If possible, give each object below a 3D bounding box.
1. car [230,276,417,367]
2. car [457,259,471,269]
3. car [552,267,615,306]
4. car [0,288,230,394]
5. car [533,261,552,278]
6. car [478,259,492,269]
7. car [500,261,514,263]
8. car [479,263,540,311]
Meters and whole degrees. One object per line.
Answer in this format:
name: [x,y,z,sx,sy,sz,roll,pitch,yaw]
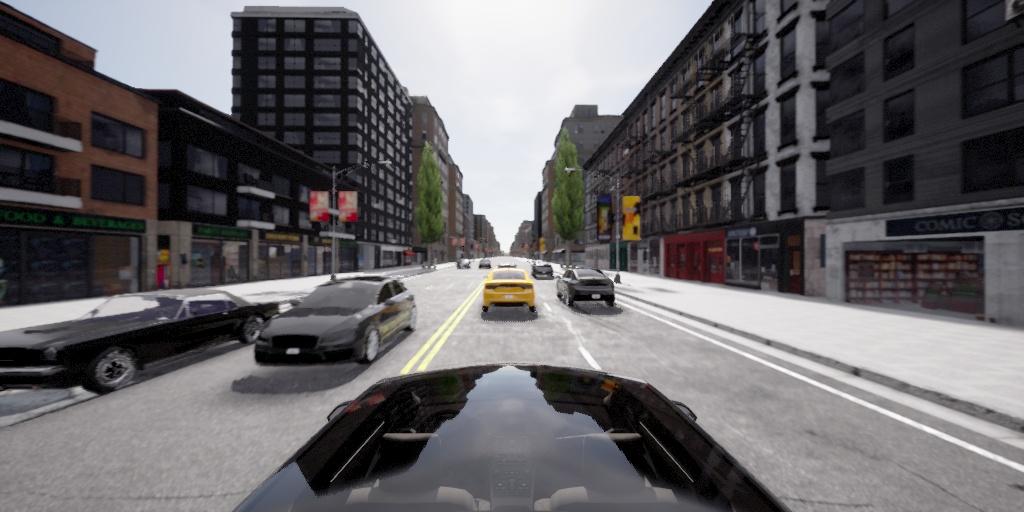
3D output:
car: [-3.485,1.248,8.069,1.837,1.490,4.892,0,0,-1]
car: [-7.402,1.210,55.493,2.128,1.511,4.902,0,0,-1]
car: [3.094,1.259,15.774,1.837,1.490,4.892,0,0,-1]
car: [-6.714,1.338,6.763,1.895,1.301,4.718,0,0,-1]
car: [2.803,1.239,34.008,2.128,1.511,4.902,0,0,-1]
car: [-4.154,1.202,55.699,1.882,1.535,5.008,0,0,-1]
car: [-0.448,1.233,33.962,2.128,1.511,4.902,0,0,-1]
car: [-0.138,1.226,14.550,1.882,1.535,5.008,0,0,-1]
